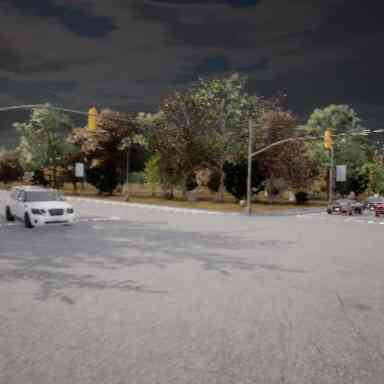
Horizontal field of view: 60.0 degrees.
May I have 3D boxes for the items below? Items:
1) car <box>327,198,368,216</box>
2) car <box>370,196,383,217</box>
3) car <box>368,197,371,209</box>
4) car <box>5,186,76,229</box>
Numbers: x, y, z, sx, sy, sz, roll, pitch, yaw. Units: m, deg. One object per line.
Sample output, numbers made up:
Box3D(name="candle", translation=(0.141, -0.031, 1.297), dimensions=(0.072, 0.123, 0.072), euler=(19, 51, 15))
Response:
Box3D(name="car", translation=(13.555, 1.275, 29.308), dimensions=(1.994, 1.385, 4.181), euler=(2, 2, 44))
Box3D(name="car", translation=(16.840, 1.293, 27.667), dimensions=(1.882, 1.535, 5.008), euler=(2, 2, 44))
Box3D(name="car", translation=(19.686, 1.226, 35.641), dimensions=(1.837, 1.490, 4.892), euler=(2, 2, 44))
Box3D(name="car", translation=(-8.268, 0.775, 17.859), dimensions=(2.150, 2.045, 5.566), euler=(0, 3, -43))
